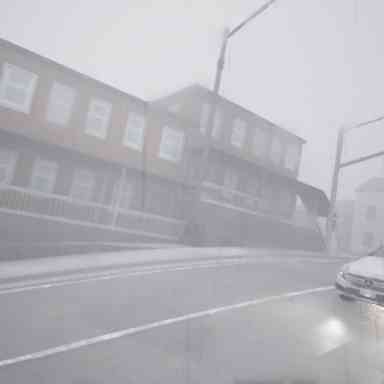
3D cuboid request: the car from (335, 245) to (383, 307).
[{"bbox_3d":[5.290,1.845,7.723,4.674,1.442,1.812,5,-3,-35],"label":"car"}]
